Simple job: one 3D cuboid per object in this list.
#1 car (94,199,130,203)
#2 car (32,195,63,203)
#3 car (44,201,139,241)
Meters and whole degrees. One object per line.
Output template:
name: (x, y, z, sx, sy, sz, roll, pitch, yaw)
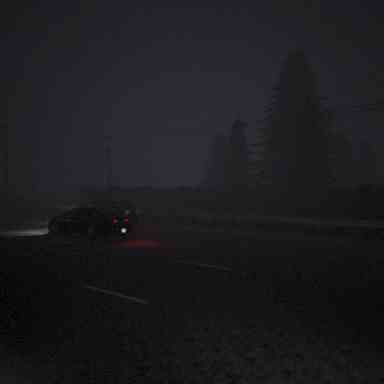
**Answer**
car: (-5.498, 1.236, 20.805, 4.553, 1.767, 2.097, 1, 0, 35)
car: (-23.724, 1.165, 54.648, 4.674, 1.442, 1.812, 0, 0, -26)
car: (-4.992, 1.412, 16.146, 4.892, 1.490, 1.837, 1, 1, 36)
